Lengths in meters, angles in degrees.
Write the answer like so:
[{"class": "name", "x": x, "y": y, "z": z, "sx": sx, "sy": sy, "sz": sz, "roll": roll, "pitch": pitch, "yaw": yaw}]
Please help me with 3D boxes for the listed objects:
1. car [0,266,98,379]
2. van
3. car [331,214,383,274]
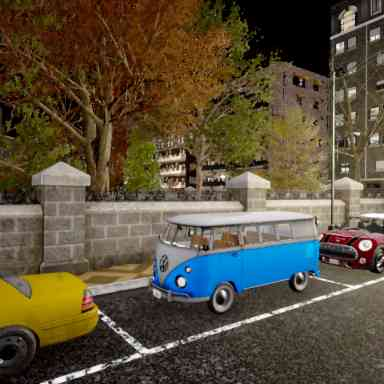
[{"class": "car", "x": -3.641, "y": 1.525, "z": 3.952, "sx": 4.829, "sy": 1.417, "sz": 1.752, "roll": 0, "pitch": 1, "yaw": -35}, {"class": "van", "x": 1.072, "y": 1.342, "z": 7.305, "sx": 3.998, "sy": 1.788, "sz": 1.690, "roll": 0, "pitch": 1, "yaw": -35}, {"class": "car", "x": 5.643, "y": 1.442, "z": 10.563, "sx": 4.097, "sy": 1.590, "sz": 1.967, "roll": 0, "pitch": 1, "yaw": -35}]
